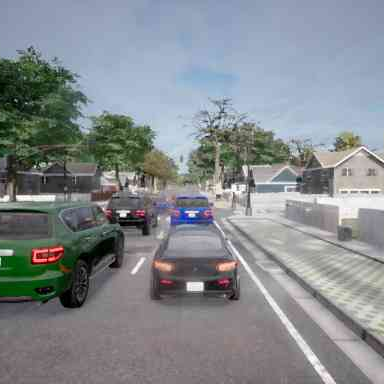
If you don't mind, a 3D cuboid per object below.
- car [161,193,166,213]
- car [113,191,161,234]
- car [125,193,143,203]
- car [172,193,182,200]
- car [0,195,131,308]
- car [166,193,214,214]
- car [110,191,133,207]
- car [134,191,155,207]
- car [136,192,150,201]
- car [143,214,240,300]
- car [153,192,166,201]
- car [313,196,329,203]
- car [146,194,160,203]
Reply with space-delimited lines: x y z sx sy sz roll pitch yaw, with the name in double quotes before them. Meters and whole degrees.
"car" -3.150 1.216 31.078 4.553 1.767 2.097 -1 0 -1
"car" -3.217 1.158 18.390 2.150 2.045 5.566 0 0 1
"car" -9.804 1.044 56.590 2.128 1.511 4.902 0 1 0
"car" -3.112 0.868 69.124 1.994 1.385 4.181 0 1 0
"car" -3.184 1.209 8.039 2.150 2.045 5.566 0 0 1
"car" 0.031 1.159 18.264 2.150 2.045 5.566 0 0 1
"car" -9.822 0.888 46.910 2.150 2.045 5.566 0 1 0
"car" -6.571 0.889 46.856 2.150 2.045 5.566 0 1 0
"car" -9.731 0.854 66.564 2.128 1.511 4.902 0 1 1
"car" 0.070 1.513 8.230 1.812 1.442 4.674 0 0 0
"car" -6.491 0.858 66.385 2.128 1.511 4.902 0 1 1
"car" 13.296 1.198 34.409 4.902 1.511 2.128 0 1 -2
"car" -6.550 1.121 56.264 1.994 1.385 4.181 0 1 1
